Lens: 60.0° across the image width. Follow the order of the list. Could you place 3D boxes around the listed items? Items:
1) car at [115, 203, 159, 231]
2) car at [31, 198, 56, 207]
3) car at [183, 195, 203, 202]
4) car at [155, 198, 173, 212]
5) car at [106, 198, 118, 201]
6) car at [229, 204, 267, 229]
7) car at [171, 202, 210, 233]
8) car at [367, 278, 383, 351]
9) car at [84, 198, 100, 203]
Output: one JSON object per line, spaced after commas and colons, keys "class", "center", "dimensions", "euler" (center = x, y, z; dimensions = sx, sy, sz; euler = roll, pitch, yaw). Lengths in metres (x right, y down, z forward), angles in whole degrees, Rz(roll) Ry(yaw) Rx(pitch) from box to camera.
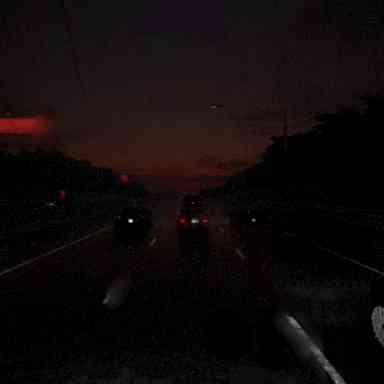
{"class": "car", "center": [-3.405, 1.572, 20.471], "dimensions": [1.994, 1.385, 4.181], "euler": [0, 0, 0]}
{"class": "car", "center": [-21.080, 1.704, 47.382], "dimensions": [1.837, 1.490, 4.892], "euler": [0, 0, 0]}
{"class": "car", "center": [0.090, 1.350, 39.829], "dimensions": [2.150, 2.045, 5.566], "euler": [0, -1, 0]}
{"class": "car", "center": [-3.410, 1.485, 40.342], "dimensions": [2.097, 1.767, 4.553], "euler": [0, -1, 0]}
{"class": "car", "center": [-14.056, 1.804, 58.859], "dimensions": [2.128, 1.511, 4.902], "euler": [0, 0, 1]}
{"class": "car", "center": [3.594, 1.490, 21.855], "dimensions": [1.882, 1.535, 5.008], "euler": [0, 0, 0]}
{"class": "car", "center": [0.095, 1.554, 19.598], "dimensions": [2.033, 1.411, 5.357], "euler": [0, 0, 0]}
{"class": "car", "center": [3.599, 1.477, 3.073], "dimensions": [1.882, 1.535, 5.008], "euler": [0, 0, 0]}
{"class": "car", "center": [-17.554, 1.803, 58.745], "dimensions": [2.128, 1.511, 4.902], "euler": [0, -1, 1]}
